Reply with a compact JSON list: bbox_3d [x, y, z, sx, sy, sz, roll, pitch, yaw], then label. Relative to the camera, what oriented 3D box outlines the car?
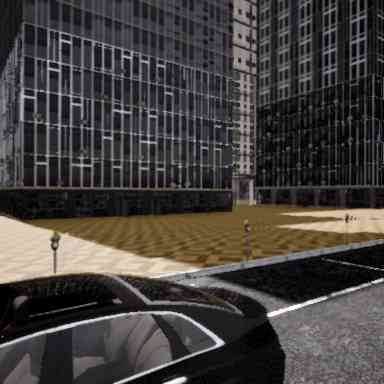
[{"bbox_3d":[-1.388,1.506,2.387,4.892,1.490,1.837,1,0,-35],"label":"car"}]
